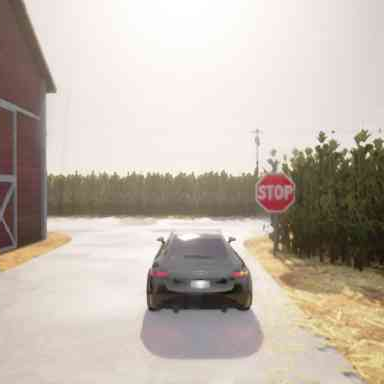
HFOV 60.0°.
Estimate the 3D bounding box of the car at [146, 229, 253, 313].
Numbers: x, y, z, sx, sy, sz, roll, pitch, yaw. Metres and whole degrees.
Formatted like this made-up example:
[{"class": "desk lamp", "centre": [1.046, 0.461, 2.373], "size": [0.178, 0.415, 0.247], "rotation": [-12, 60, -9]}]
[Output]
[{"class": "car", "centre": [0.110, 1.527, 7.674], "size": [1.994, 1.385, 4.181], "rotation": [0, 0, -1]}]
